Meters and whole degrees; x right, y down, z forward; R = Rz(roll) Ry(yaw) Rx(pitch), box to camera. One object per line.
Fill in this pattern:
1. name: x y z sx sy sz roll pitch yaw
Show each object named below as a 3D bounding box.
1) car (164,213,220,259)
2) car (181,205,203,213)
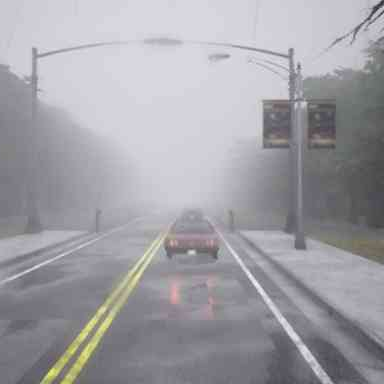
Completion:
1. car: 0.020 1.736 13.255 1.895 1.301 4.718 0 -1 1
2. car: 0.021 1.818 28.889 1.812 1.442 4.674 0 0 0
